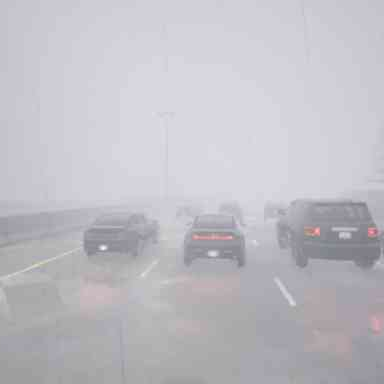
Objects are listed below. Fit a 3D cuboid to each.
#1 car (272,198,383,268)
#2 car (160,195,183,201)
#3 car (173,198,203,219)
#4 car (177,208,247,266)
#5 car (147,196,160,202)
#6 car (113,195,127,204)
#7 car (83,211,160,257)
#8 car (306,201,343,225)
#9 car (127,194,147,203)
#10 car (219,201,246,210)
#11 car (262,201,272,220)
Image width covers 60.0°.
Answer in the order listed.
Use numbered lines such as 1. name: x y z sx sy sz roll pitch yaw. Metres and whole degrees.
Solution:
1. car: 4.322 1.217 11.421 2.150 2.045 5.566 0 0 6
2. car: -2.967 1.276 55.954 2.097 1.767 4.553 0 0 22
3. car: -0.134 1.490 28.110 1.812 1.442 4.674 0 0 12
4. car: 0.826 1.487 11.501 1.837 1.490 4.892 0 -1 6
5. car: -5.675 1.479 58.641 1.994 1.385 4.181 0 0 22
6. car: -12.366 1.253 60.760 2.097 1.767 4.553 0 0 22
7. car: -2.532 1.486 12.920 1.837 1.490 4.892 0 1 6
8. car: 10.078 1.493 25.678 1.837 1.490 4.892 0 1 12
9. car: -8.979 1.456 59.879 2.033 1.411 5.357 0 0 22
10. car: 3.150 1.479 26.731 1.837 1.490 4.892 0 1 12
11. car: 6.918 1.455 27.626 1.882 1.535 5.008 0 0 12
